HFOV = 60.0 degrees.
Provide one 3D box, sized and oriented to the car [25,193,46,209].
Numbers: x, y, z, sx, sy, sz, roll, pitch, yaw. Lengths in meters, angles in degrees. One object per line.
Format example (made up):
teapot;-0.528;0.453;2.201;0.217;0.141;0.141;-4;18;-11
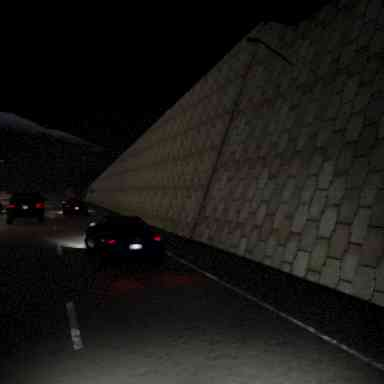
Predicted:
car;-18.356;0.979;39.071;2.097;1.767;4.553;0;1;-24

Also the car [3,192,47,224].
car;-11.393;1.000;23.072;2.150;2.045;5.566;0;1;-24

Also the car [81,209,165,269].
car;-2.362;1.473;11.085;1.994;1.385;4.181;0;0;-24

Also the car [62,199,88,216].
car;-10.435;1.299;29.638;1.994;1.385;4.181;0;0;-24

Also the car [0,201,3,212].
car;-18.134;1.239;29.787;2.033;1.411;5.357;0;0;-24
